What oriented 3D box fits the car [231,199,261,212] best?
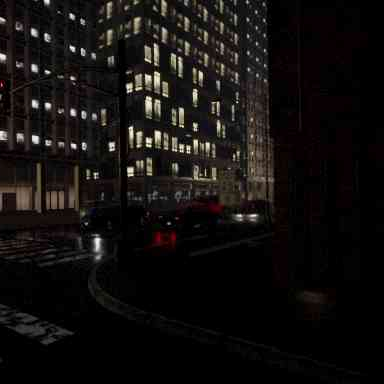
[{"bbox_3d":[6.770,1.689,41.427,1.752,1.417,4.829,-2,-1,36],"label":"car"}]

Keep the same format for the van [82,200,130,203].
[{"bbox_3d":[-6.059,1.460,23.514,1.690,1.788,3.998,-2,-1,36],"label":"van"}]

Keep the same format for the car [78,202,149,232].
[{"bbox_3d":[-4.712,1.571,20.981,1.837,1.490,4.892,-1,-1,33],"label":"car"}]

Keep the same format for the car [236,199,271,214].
[{"bbox_3d":[7.180,1.584,37.533,1.882,1.535,5.008,-1,-1,36],"label":"car"}]

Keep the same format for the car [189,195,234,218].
[{"bbox_3d":[1.177,1.307,29.171,2.150,2.045,5.566,-1,-1,36],"label":"car"}]

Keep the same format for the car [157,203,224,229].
[{"bbox_3d":[-0.111,1.609,21.808,1.895,1.301,4.718,-1,-1,35],"label":"car"}]
